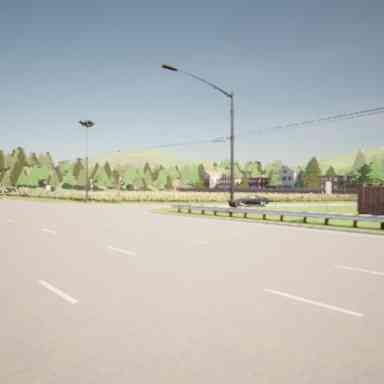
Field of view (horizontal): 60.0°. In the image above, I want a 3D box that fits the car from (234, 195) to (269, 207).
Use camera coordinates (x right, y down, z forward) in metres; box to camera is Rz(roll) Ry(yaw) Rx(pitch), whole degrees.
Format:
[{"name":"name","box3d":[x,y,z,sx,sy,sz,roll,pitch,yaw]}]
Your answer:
[{"name":"car","box3d":[7.312,1.114,41.894,4.902,1.511,2.128,0,1,-14]}]
